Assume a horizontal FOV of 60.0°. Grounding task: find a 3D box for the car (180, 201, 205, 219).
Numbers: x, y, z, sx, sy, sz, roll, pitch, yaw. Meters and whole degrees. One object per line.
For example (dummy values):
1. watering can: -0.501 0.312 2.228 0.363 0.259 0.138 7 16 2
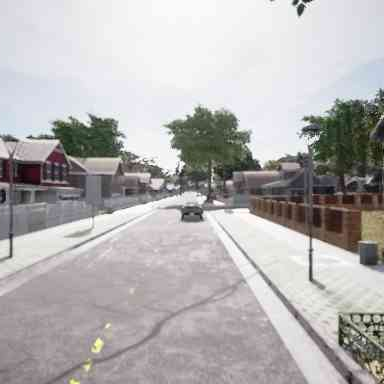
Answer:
1. car: 0.013 1.546 28.830 1.837 1.490 4.892 0 -2 0
